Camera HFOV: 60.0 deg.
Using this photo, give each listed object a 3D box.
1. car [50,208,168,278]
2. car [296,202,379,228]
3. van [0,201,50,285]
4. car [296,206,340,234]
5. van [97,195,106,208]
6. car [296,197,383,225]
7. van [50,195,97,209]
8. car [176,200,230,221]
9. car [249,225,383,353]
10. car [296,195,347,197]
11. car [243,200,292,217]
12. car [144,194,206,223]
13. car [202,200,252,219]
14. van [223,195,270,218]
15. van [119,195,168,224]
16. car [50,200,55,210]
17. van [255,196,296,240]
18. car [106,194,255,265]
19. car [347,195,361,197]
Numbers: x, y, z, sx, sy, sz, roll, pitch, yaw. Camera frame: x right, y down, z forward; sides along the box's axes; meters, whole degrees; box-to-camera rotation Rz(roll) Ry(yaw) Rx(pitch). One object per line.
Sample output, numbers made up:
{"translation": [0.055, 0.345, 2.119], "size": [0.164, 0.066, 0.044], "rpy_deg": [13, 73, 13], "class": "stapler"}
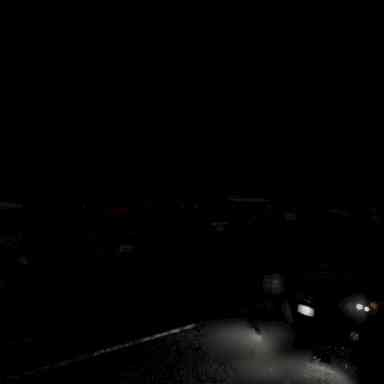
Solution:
{"translation": [-2.987, 1.451, 10.146], "size": [2.163, 1.488, 4.792], "rpy_deg": [0, 0, -35], "class": "car"}
{"translation": [6.057, 1.471, 16.545], "size": [2.097, 1.535, 5.008], "rpy_deg": [1, 0, -35], "class": "car"}
{"translation": [-5.170, 1.220, 8.412], "size": [1.878, 1.987, 4.442], "rpy_deg": [-1, 0, -35], "class": "van"}
{"translation": [3.791, 1.491, 14.941], "size": [2.002, 1.452, 4.674], "rpy_deg": [1, 0, -35], "class": "car"}
{"translation": [-6.006, 1.206, 24.161], "size": [1.878, 1.987, 4.442], "rpy_deg": [1, 0, -35], "class": "van"}
{"translation": [8.334, 1.365, 18.135], "size": [2.185, 1.767, 4.553], "rpy_deg": [1, 0, -35], "class": "car"}
{"translation": [-8.235, 1.185, 22.287], "size": [1.878, 1.987, 4.442], "rpy_deg": [0, 0, -35], "class": "van"}
{"translation": [0.833, 1.491, 28.882], "size": [2.097, 1.535, 5.008], "rpy_deg": [0, 0, -35], "class": "car"}
{"translation": [3.289, 1.550, 6.035], "size": [4.181, 1.385, 1.994], "rpy_deg": [0, 0, -36], "class": "car"}
{"translation": [14.386, 1.359, 38.508], "size": [2.435, 2.045, 5.566], "rpy_deg": [1, 0, -35], "class": "car"}
{"translation": [7.495, 1.590, 33.638], "size": [2.002, 1.452, 4.674], "rpy_deg": [1, 0, -35], "class": "car"}
{"translation": [-1.510, 1.219, 27.185], "size": [2.435, 2.045, 5.566], "rpy_deg": [1, 0, -35], "class": "car"}
{"translation": [3.088, 1.551, 30.493], "size": [2.002, 1.452, 4.674], "rpy_deg": [0, 0, -35], "class": "car"}
{"translation": [5.174, 1.304, 32.124], "size": [1.878, 1.987, 4.442], "rpy_deg": [0, 0, -35], "class": "van"}
{"translation": [-3.851, 1.225, 25.696], "size": [1.878, 1.987, 4.442], "rpy_deg": [0, 0, -35], "class": "van"}
{"translation": [-10.439, 1.419, 20.867], "size": [2.097, 1.535, 5.008], "rpy_deg": [-1, 0, -35], "class": "car"}
{"translation": [1.601, 1.206, 13.234], "size": [1.878, 1.987, 4.442], "rpy_deg": [0, 0, -35], "class": "van"}
{"translation": [-0.745, 1.160, 11.742], "size": [2.435, 2.045, 5.566], "rpy_deg": [1, 0, -35], "class": "car"}
{"translation": [16.642, 1.379, 40.115], "size": [2.435, 2.045, 5.566], "rpy_deg": [1, 0, -35], "class": "car"}
